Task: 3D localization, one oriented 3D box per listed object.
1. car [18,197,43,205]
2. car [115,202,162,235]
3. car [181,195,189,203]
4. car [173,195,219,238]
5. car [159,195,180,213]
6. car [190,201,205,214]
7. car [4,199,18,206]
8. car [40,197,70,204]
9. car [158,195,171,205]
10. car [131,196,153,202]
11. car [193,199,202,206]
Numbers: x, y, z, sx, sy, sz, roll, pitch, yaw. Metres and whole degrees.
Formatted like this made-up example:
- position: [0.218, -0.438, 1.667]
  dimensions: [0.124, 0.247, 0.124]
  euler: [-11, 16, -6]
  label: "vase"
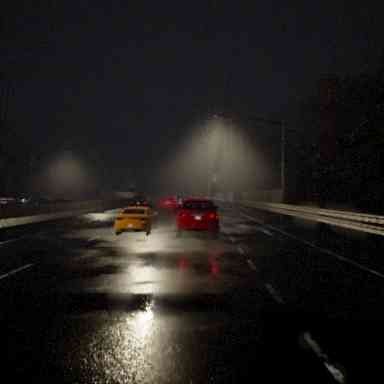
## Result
- position: [-20.319, 1.501, 43.917]
  dimensions: [2.097, 1.767, 4.553]
  euler: [1, -1, 1]
  label: "car"
- position: [-3.156, 1.606, 19.729]
  dimensions: [1.882, 1.535, 5.008]
  euler: [1, 0, 1]
  label: "car"
- position: [-1.893, 1.974, 95.025]
  dimensions: [2.150, 2.045, 5.566]
  euler: [1, 0, 1]
  label: "car"
- position: [0.336, 1.379, 18.958]
  dimensions: [2.150, 2.045, 5.566]
  euler: [1, 0, 1]
  label: "car"
- position: [-2.781, 1.531, 41.805]
  dimensions: [2.150, 2.045, 5.566]
  euler: [1, 0, 1]
  label: "car"
- position: [0.716, 1.871, 41.848]
  dimensions: [1.812, 1.442, 4.674]
  euler: [1, 0, 1]
  label: "car"
- position: [-23.784, 1.688, 45.345]
  dimensions: [1.994, 1.385, 4.181]
  euler: [1, 0, 1]
  label: "car"
- position: [-16.857, 1.673, 42.222]
  dimensions: [1.837, 1.490, 4.892]
  euler: [1, 0, 1]
  label: "car"
- position: [-5.795, 1.739, 70.957]
  dimensions: [2.150, 2.045, 5.566]
  euler: [1, 0, 1]
  label: "car"
- position: [-6.281, 1.495, 41.744]
  dimensions: [2.150, 2.045, 5.566]
  euler: [1, 0, 1]
  label: "car"
- position: [1.203, 2.139, 70.997]
  dimensions: [1.994, 1.385, 4.181]
  euler: [1, 0, 1]
  label: "car"
